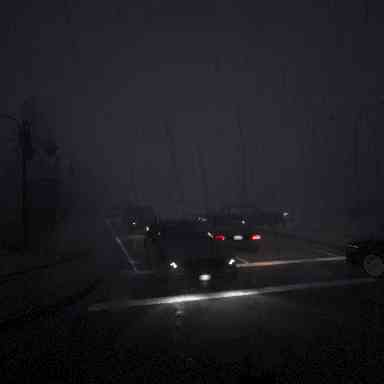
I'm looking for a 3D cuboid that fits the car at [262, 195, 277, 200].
[{"bbox_3d":[10.355,1.277,47.111,2.152,1.636,5.027,0,0,-17],"label":"car"}]

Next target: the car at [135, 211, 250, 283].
[{"bbox_3d":[-0.371,1.543,10.110,2.033,1.411,5.357,0,0,-15],"label":"car"}]

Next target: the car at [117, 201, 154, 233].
[{"bbox_3d":[-3.101,1.529,19.945,2.033,1.411,5.357,0,0,-17],"label":"car"}]

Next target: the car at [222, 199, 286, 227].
[{"bbox_3d":[2.849,1.467,19.895,5.357,1.411,2.033,-3,1,-15],"label":"car"}]

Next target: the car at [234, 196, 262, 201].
[{"bbox_3d":[7.366,1.287,46.156,2.007,1.523,4.514,0,0,-17],"label":"car"}]

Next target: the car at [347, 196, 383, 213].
[{"bbox_3d":[15.598,1.356,29.196,1.970,1.475,3.806,0,0,-17],"label":"car"}]

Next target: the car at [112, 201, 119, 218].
[{"bbox_3d":[-6.258,1.515,30.098,2.033,1.411,5.357,0,0,-17],"label":"car"}]

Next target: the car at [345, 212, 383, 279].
[{"bbox_3d":[6.531,1.475,8.238,5.008,1.535,1.882,0,0,39],"label":"car"}]

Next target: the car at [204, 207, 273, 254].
[{"bbox_3d":[1.351,1.538,13.389,2.033,1.411,5.357,0,0,-4],"label":"car"}]

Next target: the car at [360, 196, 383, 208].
[{"bbox_3d":[23.911,1.274,43.180,1.845,1.501,3.633,0,0,-17],"label":"car"}]
